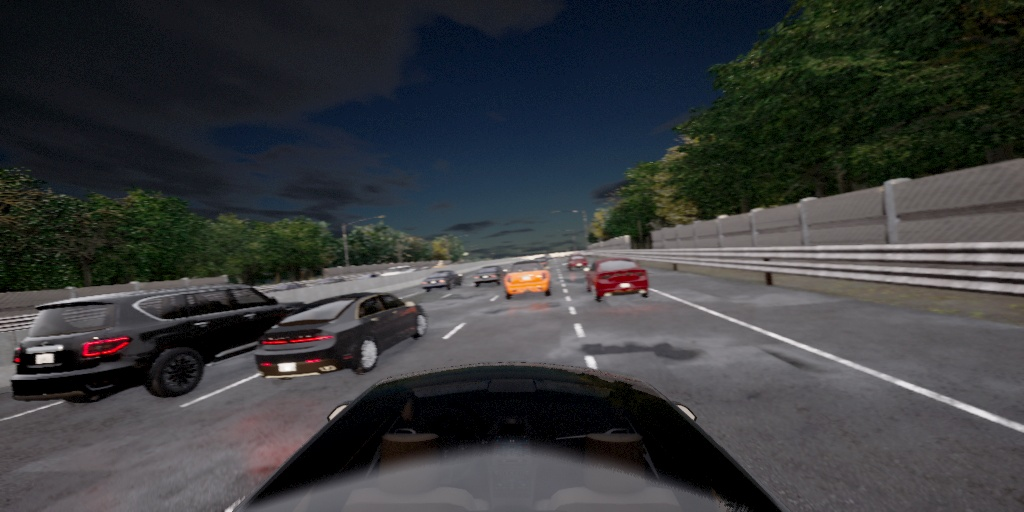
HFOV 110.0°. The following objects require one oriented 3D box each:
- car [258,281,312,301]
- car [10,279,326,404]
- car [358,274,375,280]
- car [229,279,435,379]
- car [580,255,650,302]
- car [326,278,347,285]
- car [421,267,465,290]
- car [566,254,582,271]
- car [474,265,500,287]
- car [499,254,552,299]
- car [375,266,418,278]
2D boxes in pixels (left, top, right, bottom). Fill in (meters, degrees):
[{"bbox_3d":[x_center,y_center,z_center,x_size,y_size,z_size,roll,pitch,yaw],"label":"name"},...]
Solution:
[{"bbox_3d":[-24.839,3.790,39.521,2.033,1.411,5.357,-6,0,7],"label":"car"},{"bbox_3d":[-7.144,1.701,8.384,2.150,2.045,5.566,-6,0,6],"label":"car"},{"bbox_3d":[-17.406,2.986,43.293,1.812,1.442,4.674,-6,0,7],"label":"car"},{"bbox_3d":[-3.594,1.623,8.534,1.837,1.490,4.892,-6,0,6],"label":"car"},{"bbox_3d":[4.088,0.811,14.592,1.882,1.535,5.008,-6,0,6],"label":"car"},{"bbox_3d":[-21.107,3.341,41.568,2.128,1.511,4.902,-6,0,7],"label":"car"},{"bbox_3d":[-5.049,1.800,26.828,2.033,1.411,5.357,-6,0,6],"label":"car"},{"bbox_3d":[6.370,0.581,34.988,1.812,1.442,4.674,-6,0,6],"label":"car"},{"bbox_3d":[-1.542,1.440,26.848,2.033,1.411,5.357,-6,0,6],"label":"car"},{"bbox_3d":[0.893,1.010,18.355,2.097,1.767,4.553,-6,0,6],"label":"car"},{"bbox_3d":[-13.902,2.322,43.539,2.150,2.045,5.566,-6,0,7],"label":"car"}]
